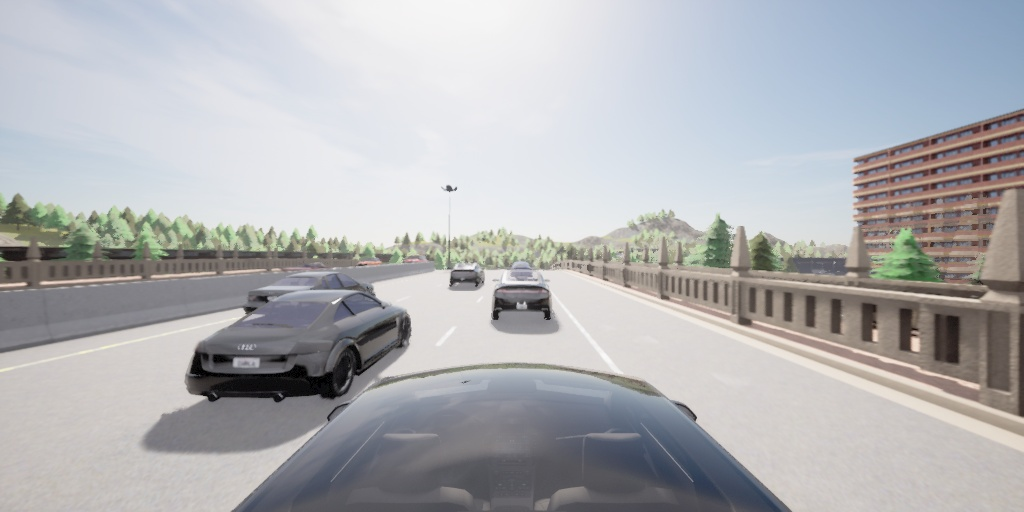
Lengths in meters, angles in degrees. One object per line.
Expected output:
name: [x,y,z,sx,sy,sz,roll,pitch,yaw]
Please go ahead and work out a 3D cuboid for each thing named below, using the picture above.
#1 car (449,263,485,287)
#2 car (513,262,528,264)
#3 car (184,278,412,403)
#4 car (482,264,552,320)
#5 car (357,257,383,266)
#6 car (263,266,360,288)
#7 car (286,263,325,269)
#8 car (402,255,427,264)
car: [-2.913,1.185,23.955,2.128,1.511,4.902,0,0,1]
car: [0.753,1.221,31.035,1.812,1.442,4.674,0,0,1]
car: [-3.273,1.290,6.460,1.994,1.385,4.181,0,0,1]
car: [0.334,1.222,12.624,2.128,1.511,4.902,0,0,1]
car: [-19.917,1.012,50.359,2.097,1.767,4.553,0,-1,2]
car: [-6.681,1.246,12.584,2.033,1.411,5.357,0,0,1]
car: [-16.960,1.219,29.776,1.895,1.301,4.718,0,0,2]
car: [-12.960,0.876,48.130,2.150,2.045,5.566,0,-1,2]
